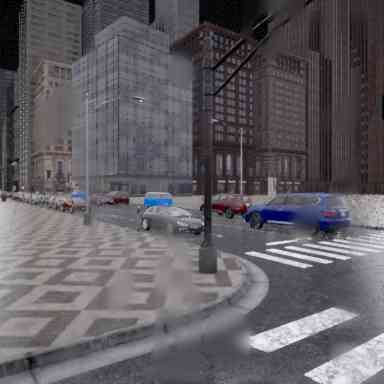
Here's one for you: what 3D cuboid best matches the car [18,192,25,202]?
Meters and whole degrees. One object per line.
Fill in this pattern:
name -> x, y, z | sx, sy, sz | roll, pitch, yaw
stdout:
car -> -23.267, 0.874, 48.054 | 2.008, 1.369, 4.403 | 1, 0, -35

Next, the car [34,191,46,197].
car -> -38.507, 0.494, 84.115 | 1.887, 1.381, 4.507 | 0, 0, -35

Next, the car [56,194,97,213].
car -> -10.590, 1.139, 30.273 | 1.887, 1.381, 4.507 | 1, 0, -35

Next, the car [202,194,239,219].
car -> 2.700, 1.049, 26.323 | 2.192, 1.841, 5.009 | 1, 0, -35

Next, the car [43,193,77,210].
car -> -13.759, 1.074, 34.718 | 2.008, 1.369, 4.403 | 1, 0, -35

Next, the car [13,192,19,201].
car -> -26.434, 0.702, 52.499 | 1.967, 1.590, 4.097 | 1, 0, -35

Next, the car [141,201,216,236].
car -> -1.083, 1.366, 16.938 | 2.008, 1.369, 4.403 | 1, 0, -35

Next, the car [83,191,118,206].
car -> -11.634, 1.009, 41.982 | 2.033, 1.411, 5.357 | 0, 1, -36

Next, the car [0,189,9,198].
car -> -39.113, 0.611, 70.278 | 1.947, 1.339, 4.313 | 1, 0, -35

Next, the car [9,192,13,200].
car -> -29.605, 0.747, 56.944 | 1.887, 1.381, 4.507 | 1, 0, -35

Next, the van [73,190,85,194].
van -> -19.488, 0.597, 57.442 | 1.690, 1.788, 3.998 | 1, 0, -35

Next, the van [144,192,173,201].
van -> -3.640, 0.930, 35.214 | 1.690, 1.788, 3.998 | 1, 0, -35

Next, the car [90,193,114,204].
car -> -13.152, 0.934, 48.552 | 2.008, 1.369, 4.403 | 1, 0, -35

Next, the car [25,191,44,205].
car -> -20.097, 0.939, 43.609 | 2.008, 1.369, 4.403 | 1, 0, -35

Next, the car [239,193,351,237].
car -> 5.393, 1.077, 17.569 | 2.150, 2.045, 5.566 | -1, 1, -38

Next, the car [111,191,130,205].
car -> -9.978, 0.765, 44.105 | 2.192, 1.841, 5.009 | 1, 0, -35
